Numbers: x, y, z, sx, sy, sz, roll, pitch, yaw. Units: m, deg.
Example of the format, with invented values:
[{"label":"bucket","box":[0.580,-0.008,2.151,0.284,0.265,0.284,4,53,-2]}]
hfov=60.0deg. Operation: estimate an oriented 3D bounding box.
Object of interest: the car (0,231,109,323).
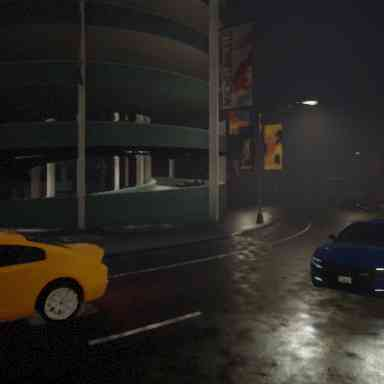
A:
[{"label":"car","box":[-3.937,1.476,5.568,5.008,1.535,1.882,0,0,-37]}]

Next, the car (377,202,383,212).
[{"label":"car","box":[22.176,1.547,36.386,1.812,1.442,4.674,0,0,-2]}]

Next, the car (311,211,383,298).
[{"label":"car","box":[4.765,1.482,8.455,1.882,1.535,5.008,0,0,43]}]

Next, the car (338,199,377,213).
[{"label":"car","box":[18.572,1.544,38.057,1.812,1.442,4.674,0,0,-4]}]

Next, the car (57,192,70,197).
[{"label":"car","box":[-22.044,1.023,56.013,2.435,2.045,5.566,0,0,-36]}]
